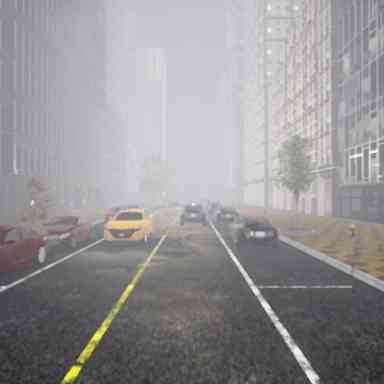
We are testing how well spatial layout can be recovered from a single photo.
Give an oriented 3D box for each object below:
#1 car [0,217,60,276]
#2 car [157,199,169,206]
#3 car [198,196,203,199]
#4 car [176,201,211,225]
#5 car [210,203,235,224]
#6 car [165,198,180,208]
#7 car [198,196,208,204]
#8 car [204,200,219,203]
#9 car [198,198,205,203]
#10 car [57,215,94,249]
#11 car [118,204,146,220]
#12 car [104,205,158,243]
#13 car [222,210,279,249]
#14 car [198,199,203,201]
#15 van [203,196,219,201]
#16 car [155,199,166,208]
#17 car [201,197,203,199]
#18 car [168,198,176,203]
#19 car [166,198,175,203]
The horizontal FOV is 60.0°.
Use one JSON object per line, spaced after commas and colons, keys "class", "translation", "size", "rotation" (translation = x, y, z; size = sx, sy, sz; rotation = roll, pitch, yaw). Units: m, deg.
{"class": "car", "translation": [-5.690, 1.634, 9.483], "size": [1.887, 1.381, 4.507], "rotation": [0, -1, 0]}
{"class": "car", "translation": [-5.701, 2.121, 66.409], "size": [2.008, 1.369, 4.403], "rotation": [0, 0, 0]}
{"class": "car", "translation": [2.680, 1.929, 72.093], "size": [2.192, 1.841, 5.009], "rotation": [0, 0, 0]}
{"class": "car", "translation": [0.095, 1.743, 26.376], "size": [2.163, 1.488, 4.792], "rotation": [0, 0, 0]}
{"class": "car", "translation": [2.688, 1.806, 26.554], "size": [1.947, 1.339, 4.313], "rotation": [0, 0, 0]}
{"class": "car", "translation": [-3.065, 2.071, 58.463], "size": [1.994, 1.385, 4.181], "rotation": [0, 0, 0]}
{"class": "car", "translation": [2.678, 2.017, 83.477], "size": [2.192, 1.841, 5.009], "rotation": [0, 0, 0]}
{"class": "car", "translation": [2.686, 1.904, 37.938], "size": [1.947, 1.339, 4.313], "rotation": [0, 0, 0]}
{"class": "car", "translation": [2.674, 2.313, 95.028], "size": [1.752, 1.417, 4.829], "rotation": [0, 0, 0]}
{"class": "car", "translation": [-5.691, 1.722, 15.176], "size": [1.802, 1.307, 4.206], "rotation": [0, -1, 0]}
{"class": "car", "translation": [-5.694, 1.856, 32.253], "size": [1.947, 1.339, 4.313], "rotation": [0, 0, 0]}
{"class": "car", "translation": [-3.104, 1.635, 17.171], "size": [1.882, 1.535, 5.008], "rotation": [0, -1, 0]}
{"class": "car", "translation": [2.690, 1.705, 15.170], "size": [1.947, 1.339, 4.313], "rotation": [0, -1, 0]}
{"class": "car", "translation": [0.076, 1.944, 42.855], "size": [1.994, 1.385, 4.181], "rotation": [0, 0, 0]}
{"class": "van", "translation": [2.685, 1.727, 43.634], "size": [1.690, 1.788, 3.998], "rotation": [0, 0, 0]}
{"class": "car", "translation": [-5.700, 2.050, 60.546], "size": [1.752, 1.417, 4.829], "rotation": [0, 0, 0]}
{"class": "car", "translation": [2.684, 1.873, 49.324], "size": [1.967, 1.590, 4.097], "rotation": [0, 0, 0]}
{"class": "car", "translation": [-5.707, 2.353, 94.870], "size": [1.947, 1.339, 4.313], "rotation": [0, 0, 0]}
{"class": "car", "translation": [-5.705, 2.296, 89.177], "size": [2.008, 1.369, 4.403], "rotation": [0, 0, 0]}
